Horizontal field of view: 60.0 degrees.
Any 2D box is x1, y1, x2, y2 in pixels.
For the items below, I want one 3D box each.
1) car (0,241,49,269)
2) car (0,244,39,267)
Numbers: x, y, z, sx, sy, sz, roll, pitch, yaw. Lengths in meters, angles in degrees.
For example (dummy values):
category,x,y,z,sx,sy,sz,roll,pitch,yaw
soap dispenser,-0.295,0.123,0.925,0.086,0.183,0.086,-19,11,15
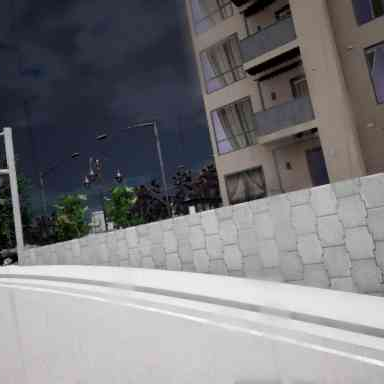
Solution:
category,x,y,z,sx,sy,sz,roll,pitch,yaw
car,-15.546,5.657,29.600,2.097,1.767,4.553,-15,-9,35
car,-13.454,5.005,26.257,1.882,1.535,5.008,-15,-9,36
